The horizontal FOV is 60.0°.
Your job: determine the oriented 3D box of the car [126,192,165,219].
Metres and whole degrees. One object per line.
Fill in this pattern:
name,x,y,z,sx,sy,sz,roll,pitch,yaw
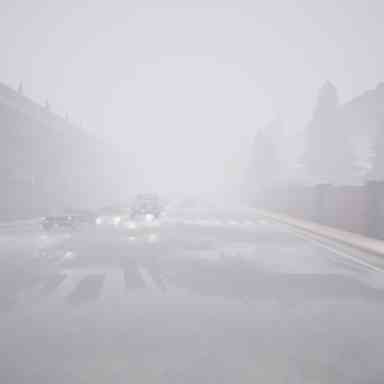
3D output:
car,-3.756,1.064,27.936,2.150,2.045,5.566,0,0,-1

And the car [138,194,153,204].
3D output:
car,-7.895,1.158,56.739,1.882,1.535,5.008,0,1,-1

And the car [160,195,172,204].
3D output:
car,-4.392,1.281,56.950,1.895,1.301,4.718,0,0,-1

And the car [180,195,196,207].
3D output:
car,-0.536,1.243,46.769,1.837,1.490,4.892,0,0,-1

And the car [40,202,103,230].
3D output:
car,-7.233,1.486,20.134,1.895,1.301,4.718,0,0,3

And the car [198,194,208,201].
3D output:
car,2.315,1.094,68.826,1.882,1.535,5.008,0,0,-1

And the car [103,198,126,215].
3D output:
car,-7.342,1.301,31.083,1.882,1.535,5.008,0,0,-1

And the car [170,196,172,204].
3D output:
car,-4.179,1.088,47.049,2.097,1.767,4.553,0,0,-1

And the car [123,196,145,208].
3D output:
car,-7.631,1.298,44.302,2.033,1.411,5.357,0,0,-1

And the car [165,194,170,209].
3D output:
car,-3.999,1.279,37.815,2.128,1.511,4.902,0,0,-1
